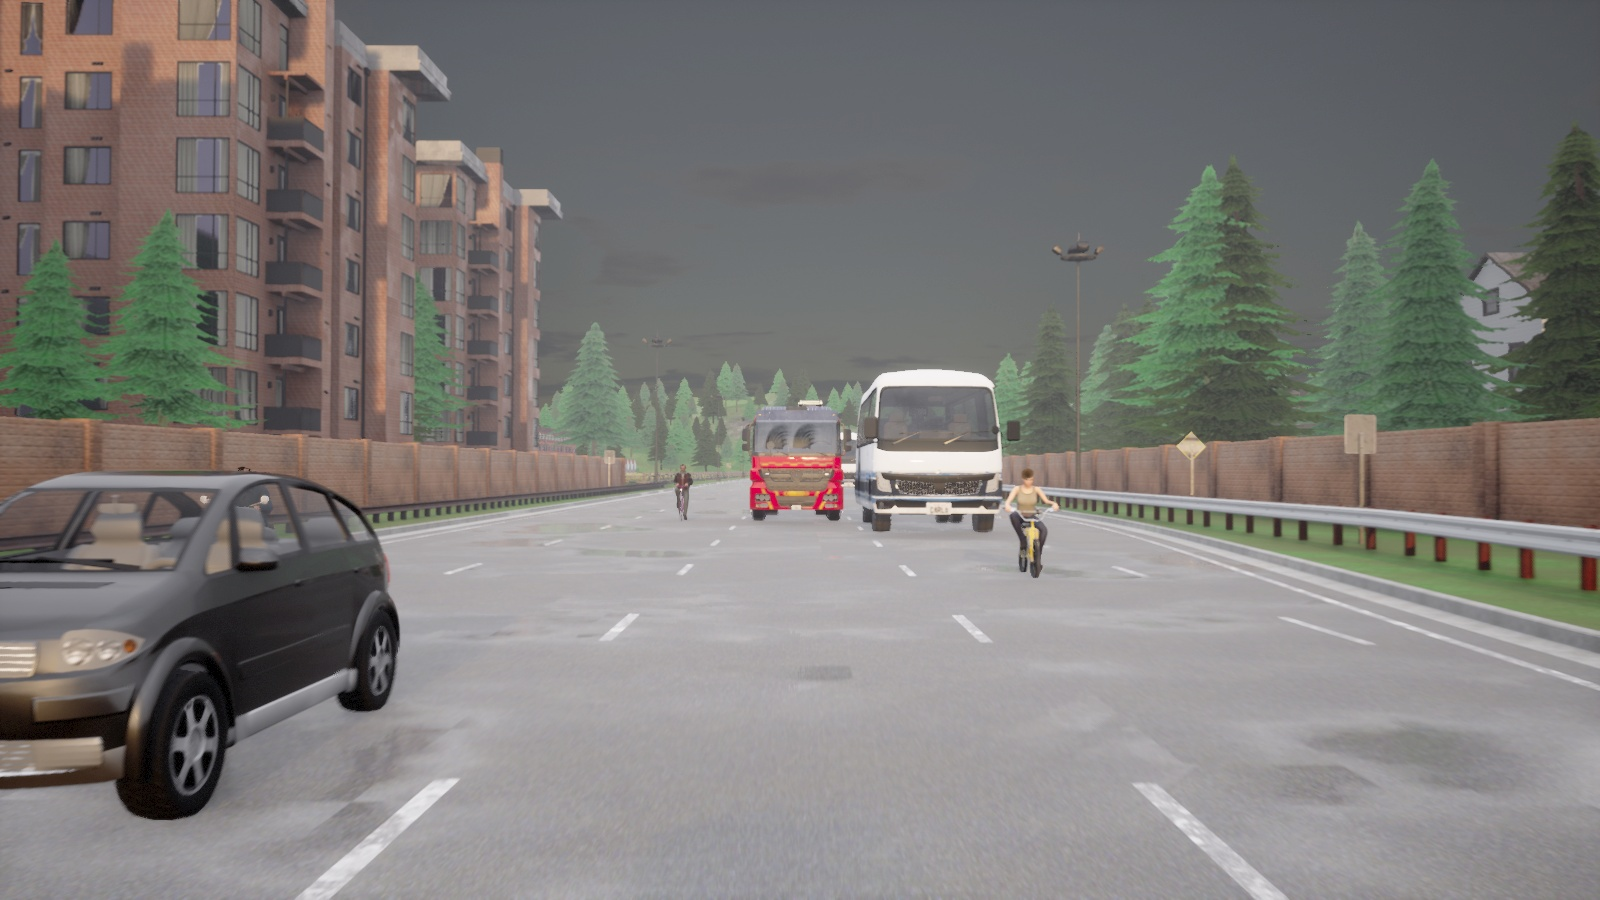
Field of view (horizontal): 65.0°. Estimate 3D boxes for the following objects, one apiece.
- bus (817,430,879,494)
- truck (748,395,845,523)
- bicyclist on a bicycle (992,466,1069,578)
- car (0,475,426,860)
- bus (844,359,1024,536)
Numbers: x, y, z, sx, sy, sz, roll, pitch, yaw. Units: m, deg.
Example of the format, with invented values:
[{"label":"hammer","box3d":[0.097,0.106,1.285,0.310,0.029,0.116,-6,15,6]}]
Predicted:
[{"label":"bus","box3d":[3.278,0.914,89.052,3.944,4.253,10.273,0,-1,0]},{"label":"truck","box3d":[-0.107,0.351,41.921,2.891,3.827,8.468,0,-1,0]},{"label":"bicyclist on a bicycle","box3d":[3.453,1.054,18.957,0.866,1.612,1.509,0,-1,0]},{"label":"car","box3d":[-3.517,0.924,6.967,1.789,1.549,3.705,0,-1,0]},{"label":"bus","box3d":[3.406,0.016,35.394,3.944,4.253,10.273,0,-1,0]}]
